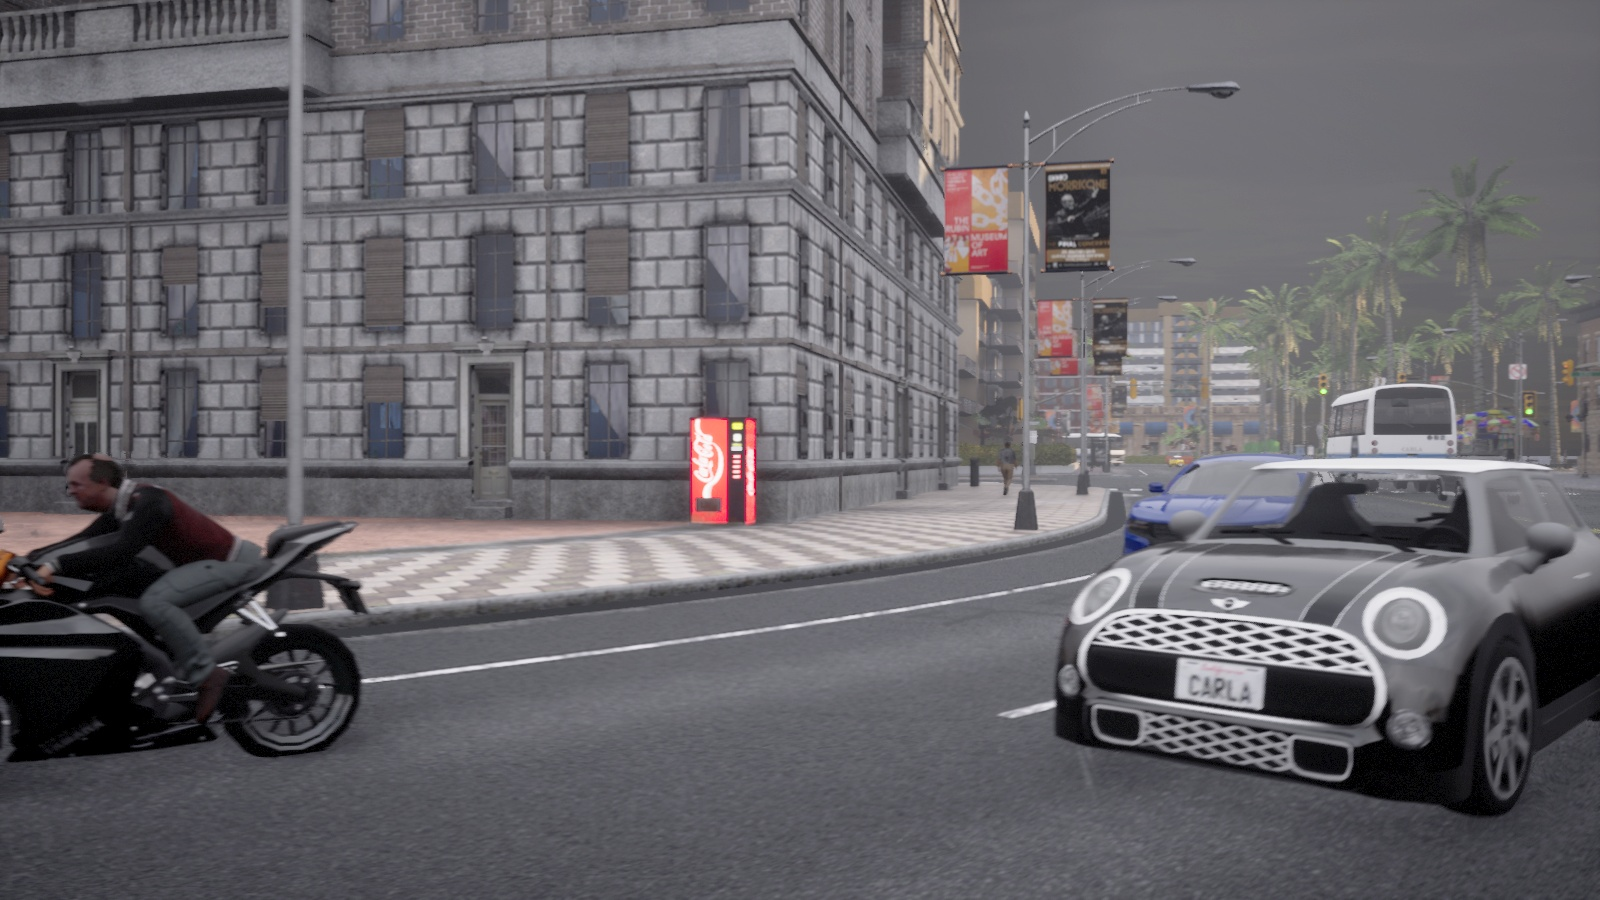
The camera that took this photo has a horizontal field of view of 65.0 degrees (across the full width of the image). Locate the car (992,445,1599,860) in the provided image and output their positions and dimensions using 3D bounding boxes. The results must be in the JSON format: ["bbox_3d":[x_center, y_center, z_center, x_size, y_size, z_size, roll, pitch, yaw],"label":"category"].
[{"bbox_3d":[2.914,0.724,6.522,1.970,1.475,3.806,0,0,43],"label":"car"}]

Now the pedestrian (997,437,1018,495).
[{"bbox_3d":[6.765,0.520,40.918,0.540,1.848,0.694,0,0,21],"label":"pedestrian"}]

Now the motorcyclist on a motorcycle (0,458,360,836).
[{"bbox_3d":[-3.240,0.808,5.675,2.191,1.530,0.866,0,-1,-39],"label":"motorcyclist on a motorcycle"}]

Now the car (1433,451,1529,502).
[{"bbox_3d":[21.320,0.797,39.468,1.789,1.549,3.705,0,0,14],"label":"car"}]

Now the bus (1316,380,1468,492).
[{"bbox_3d":[24.832,-0.523,53.352,3.944,4.253,10.273,0,0,14],"label":"bus"}]

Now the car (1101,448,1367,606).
[{"bbox_3d":[5.312,0.758,14.881,1.882,1.535,5.008,0,0,32],"label":"car"}]
